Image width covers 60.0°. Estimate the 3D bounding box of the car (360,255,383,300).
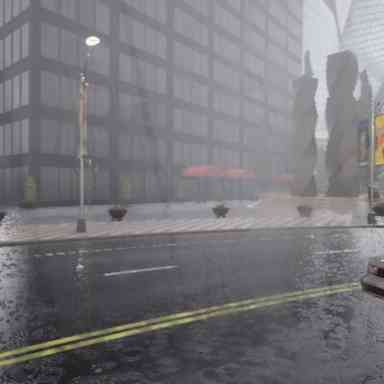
[{"bbox_3d":[5.910,1.518,6.532,5.357,1.411,2.033,0,1,-21],"label":"car"}]
